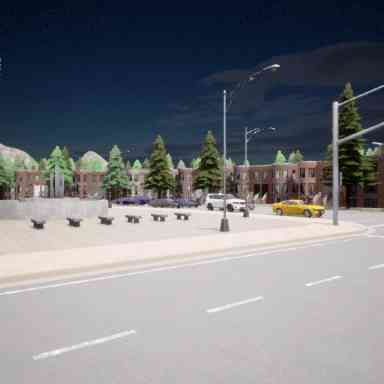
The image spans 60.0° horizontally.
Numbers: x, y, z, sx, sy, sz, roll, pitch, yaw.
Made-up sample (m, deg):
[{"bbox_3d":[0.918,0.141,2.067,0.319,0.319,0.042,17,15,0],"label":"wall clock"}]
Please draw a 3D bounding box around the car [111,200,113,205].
[{"bbox_3d":[-12.198,1.564,58.294,4.181,1.385,1.994,0,0,20],"label":"car"}]

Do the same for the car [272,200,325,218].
[{"bbox_3d":[9.796,1.478,30.793,1.882,1.535,5.008,0,0,-37],"label":"car"}]

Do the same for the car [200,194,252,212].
[{"bbox_3d":[3.873,1.221,38.662,2.150,2.045,5.566,0,0,-39],"label":"car"}]

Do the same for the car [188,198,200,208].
[{"bbox_3d":[-1.200,1.547,48.426,5.357,1.411,2.033,0,0,37],"label":"car"}]

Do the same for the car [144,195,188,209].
[{"bbox_3d":[-3.618,1.547,45.888,5.357,1.411,2.033,0,0,36],"label":"car"}]

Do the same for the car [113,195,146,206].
[{"bbox_3d":[-9.769,1.601,53.511,4.718,1.301,1.895,0,0,24],"label":"car"}]

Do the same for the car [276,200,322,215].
[{"bbox_3d":[11.115,1.564,34.865,1.994,1.385,4.181,0,0,-37],"label":"car"}]

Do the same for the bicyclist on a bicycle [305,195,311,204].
[{"bbox_3d":[16.230,1.303,46.629,1.656,1.620,0.582,0,0,-37],"label":"bicyclist on a bicycle"}]

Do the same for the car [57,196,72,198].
[{"bbox_3d":[-23.756,1.505,60.729,4.892,1.490,1.837,0,0,5],"label":"car"}]

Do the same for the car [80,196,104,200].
[{"bbox_3d":[-19.465,1.491,63.871,4.902,1.511,2.128,0,0,7],"label":"car"}]

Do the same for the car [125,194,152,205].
[{"bbox_3d":[-9.853,1.352,61.166,4.553,1.767,2.097,0,0,21],"label":"car"}]

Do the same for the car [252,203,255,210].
[{"bbox_3d":[5.733,1.526,41.755,1.812,1.442,4.674,0,0,-41],"label":"car"}]
